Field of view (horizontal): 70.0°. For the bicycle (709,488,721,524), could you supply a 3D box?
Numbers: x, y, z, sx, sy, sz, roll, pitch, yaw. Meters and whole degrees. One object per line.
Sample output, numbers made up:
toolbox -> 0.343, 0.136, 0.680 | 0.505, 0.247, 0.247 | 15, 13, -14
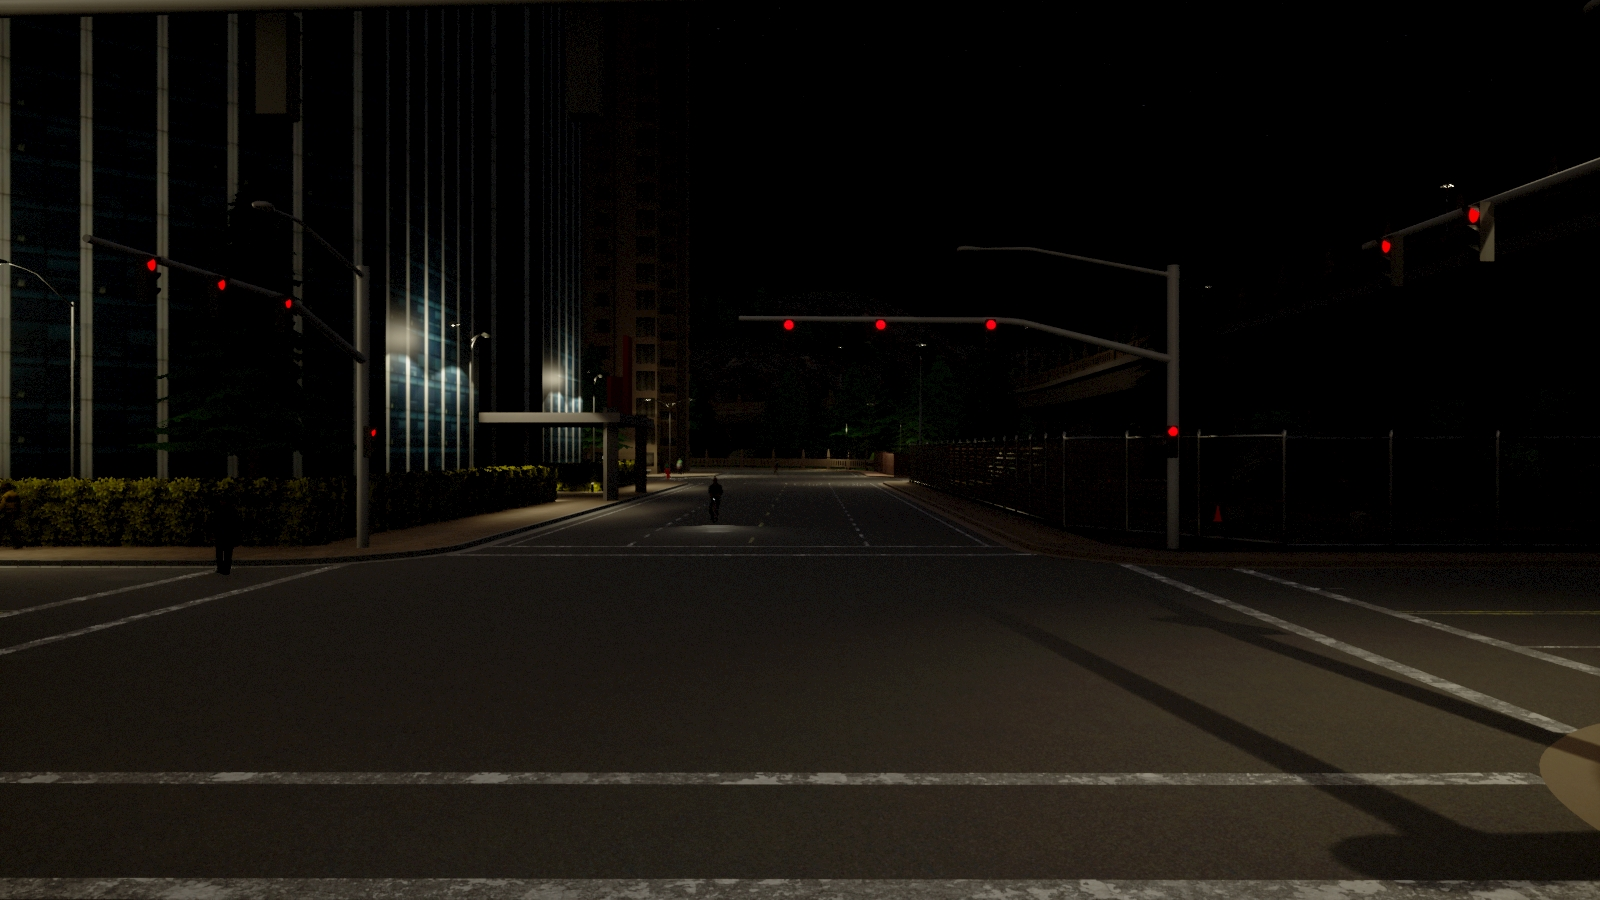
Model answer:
bicycle -> -3.189, 2.104, 42.997 | 0.329, 1.271, 1.835 | 0, 0, 0

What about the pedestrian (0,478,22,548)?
pedestrian -> -21.272, 1.695, 30.783 | 0.375, 1.860, 0.375 | 0, 0, -1

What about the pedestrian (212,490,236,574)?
pedestrian -> -12.967, 1.848, 25.732 | 0.375, 1.860, 0.375 | 0, 0, -9
